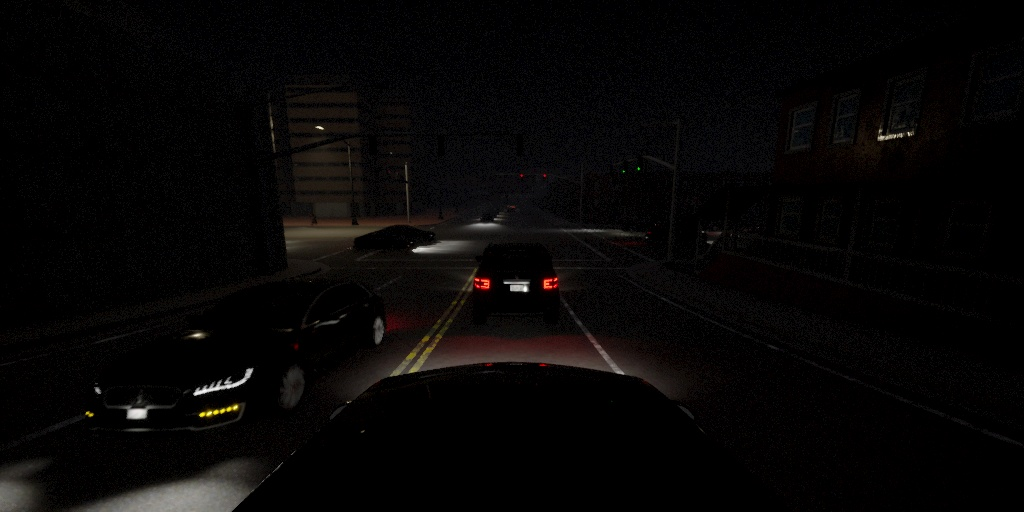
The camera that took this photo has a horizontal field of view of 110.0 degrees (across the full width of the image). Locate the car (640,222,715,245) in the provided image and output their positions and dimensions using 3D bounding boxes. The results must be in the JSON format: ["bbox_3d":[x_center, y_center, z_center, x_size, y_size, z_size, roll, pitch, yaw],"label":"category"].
[{"bbox_3d":[13.544,-1.782,29.577,4.892,1.490,1.837,0,10,0],"label":"car"}]

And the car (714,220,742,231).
[{"bbox_3d":[23.849,-3.554,40.108,4.674,1.442,1.812,0,10,0],"label":"car"}]

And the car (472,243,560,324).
[{"bbox_3d":[0.067,0.604,10.709,2.150,2.045,5.566,0,4,-1],"label":"car"}]

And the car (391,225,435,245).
[{"bbox_3d":[-8.823,-1.793,29.600,4.892,1.490,1.837,-1,10,0],"label":"car"}]

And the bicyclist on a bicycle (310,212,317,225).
[{"bbox_3d":[-25.357,-4.774,45.830,0.582,1.620,1.656,0,10,0],"label":"bicyclist on a bicycle"}]

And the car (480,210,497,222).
[{"bbox_3d":[-3.703,-5.868,54.088,1.895,1.301,4.718,0,10,0],"label":"car"}]

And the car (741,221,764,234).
[{"bbox_3d":[26.688,-2.963,36.658,4.674,1.442,1.812,0,10,0],"label":"car"}]

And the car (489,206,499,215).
[{"bbox_3d":[-3.696,-7.435,62.835,1.812,1.442,4.674,0,10,0],"label":"car"}]

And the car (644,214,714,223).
[{"bbox_3d":[16.892,-3.269,36.626,5.566,2.045,2.150,0,10,0],"label":"car"}]

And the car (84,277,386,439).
[{"bbox_3d":[-3.604,1.179,5.861,1.837,1.490,4.892,0,2,0],"label":"car"}]

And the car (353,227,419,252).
[{"bbox_3d":[-9.328,-1.148,26.161,4.181,1.385,1.994,0,10,0],"label":"car"}]

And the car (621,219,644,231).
[{"bbox_3d":[14.771,-3.487,40.153,4.718,1.301,1.895,0,10,0],"label":"car"}]
